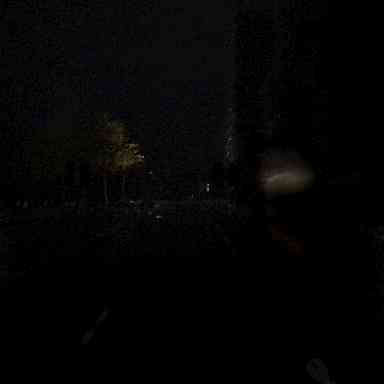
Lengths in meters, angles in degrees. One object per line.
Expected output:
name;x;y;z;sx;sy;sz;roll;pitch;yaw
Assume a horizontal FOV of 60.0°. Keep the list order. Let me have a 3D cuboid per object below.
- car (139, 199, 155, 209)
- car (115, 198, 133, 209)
car;-6.499;1.711;48.214;1.895;1.301;4.718;0;0;0
car;-9.750;1.636;48.159;1.812;1.442;4.674;0;0;0
